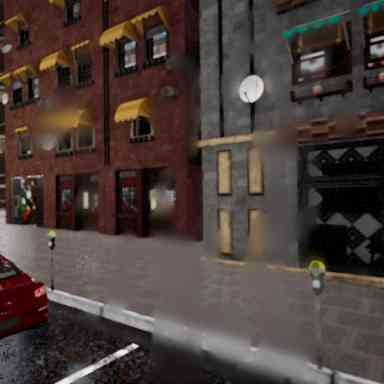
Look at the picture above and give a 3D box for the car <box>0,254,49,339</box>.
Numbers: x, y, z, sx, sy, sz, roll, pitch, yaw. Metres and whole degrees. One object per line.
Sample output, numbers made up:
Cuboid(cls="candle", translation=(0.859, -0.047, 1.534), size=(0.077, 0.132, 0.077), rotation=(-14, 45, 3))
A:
Cuboid(cls="car", translation=(-4.108, 1.616, 5.661), size=(4.206, 1.307, 1.802), rotation=(0, -1, 36))
